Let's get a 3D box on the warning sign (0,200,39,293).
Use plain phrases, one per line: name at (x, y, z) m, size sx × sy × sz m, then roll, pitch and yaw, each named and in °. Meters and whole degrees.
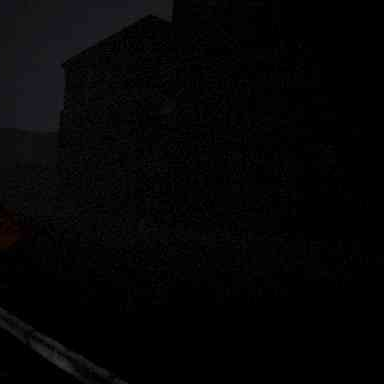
warning sign at (-4.392, 1.155, 7.347) m, size 1.060 × 1.860 × 1.300 m, roll 8°, pitch -1°, yaw 44°
